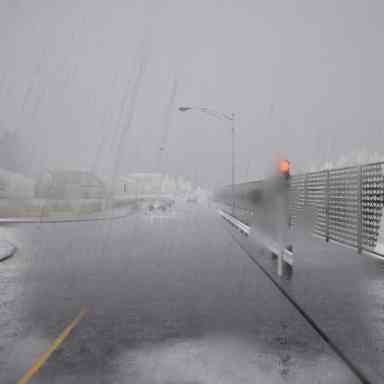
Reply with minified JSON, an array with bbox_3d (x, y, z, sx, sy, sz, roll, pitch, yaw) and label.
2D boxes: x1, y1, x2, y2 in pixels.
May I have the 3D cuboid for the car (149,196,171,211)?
[{"bbox_3d":[-4.113,1.491,40.632,2.128,1.511,4.902,0,0,0],"label":"car"}]

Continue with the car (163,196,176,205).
[{"bbox_3d":[-4.090,1.478,61.023,1.882,1.535,5.008,0,0,0],"label":"car"}]

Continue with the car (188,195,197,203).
[{"bbox_3d":[0.075,1.491,67.472,2.128,1.511,4.902,0,0,0],"label":"car"}]

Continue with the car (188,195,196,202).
[{"bbox_3d":[-0.031,1.478,77.771,1.882,1.535,5.008,0,0,0],"label":"car"}]

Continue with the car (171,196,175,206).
[{"bbox_3d":[-4.113,1.564,50.570,1.994,1.385,4.181,0,0,0],"label":"car"}]
